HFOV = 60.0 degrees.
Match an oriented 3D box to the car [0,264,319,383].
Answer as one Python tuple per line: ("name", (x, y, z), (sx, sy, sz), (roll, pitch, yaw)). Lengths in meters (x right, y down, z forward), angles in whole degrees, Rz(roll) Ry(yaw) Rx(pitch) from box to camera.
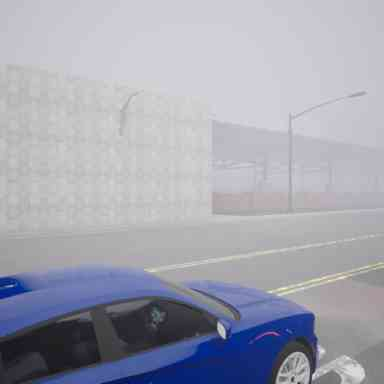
("car", (-0.820, 1.478, 3.163), (5.008, 1.535, 1.882), (0, 0, -36))
